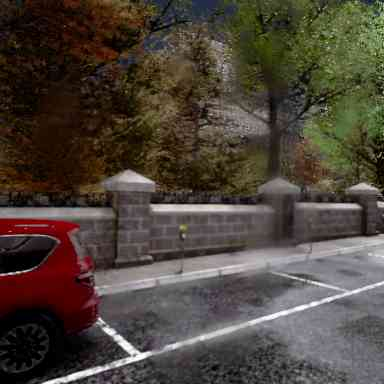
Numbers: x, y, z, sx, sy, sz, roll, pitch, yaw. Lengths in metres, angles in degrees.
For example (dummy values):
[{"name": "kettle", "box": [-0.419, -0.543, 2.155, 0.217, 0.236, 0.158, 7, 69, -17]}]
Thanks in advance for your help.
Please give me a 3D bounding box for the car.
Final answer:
[{"name": "car", "box": [-3.634, 1.306, 3.946, 5.009, 1.841, 2.192, 1, 1, -35]}]
